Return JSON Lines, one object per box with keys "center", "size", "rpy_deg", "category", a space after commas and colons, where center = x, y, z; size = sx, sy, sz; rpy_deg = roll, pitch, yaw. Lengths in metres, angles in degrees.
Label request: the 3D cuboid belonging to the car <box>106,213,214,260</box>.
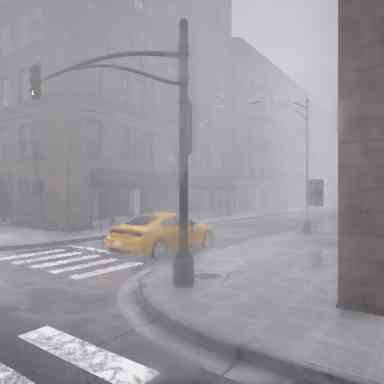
{"center": [-1.000, 1.550, 12.934], "size": [1.882, 1.535, 5.008], "rpy_deg": [0, 0, 35], "category": "car"}
